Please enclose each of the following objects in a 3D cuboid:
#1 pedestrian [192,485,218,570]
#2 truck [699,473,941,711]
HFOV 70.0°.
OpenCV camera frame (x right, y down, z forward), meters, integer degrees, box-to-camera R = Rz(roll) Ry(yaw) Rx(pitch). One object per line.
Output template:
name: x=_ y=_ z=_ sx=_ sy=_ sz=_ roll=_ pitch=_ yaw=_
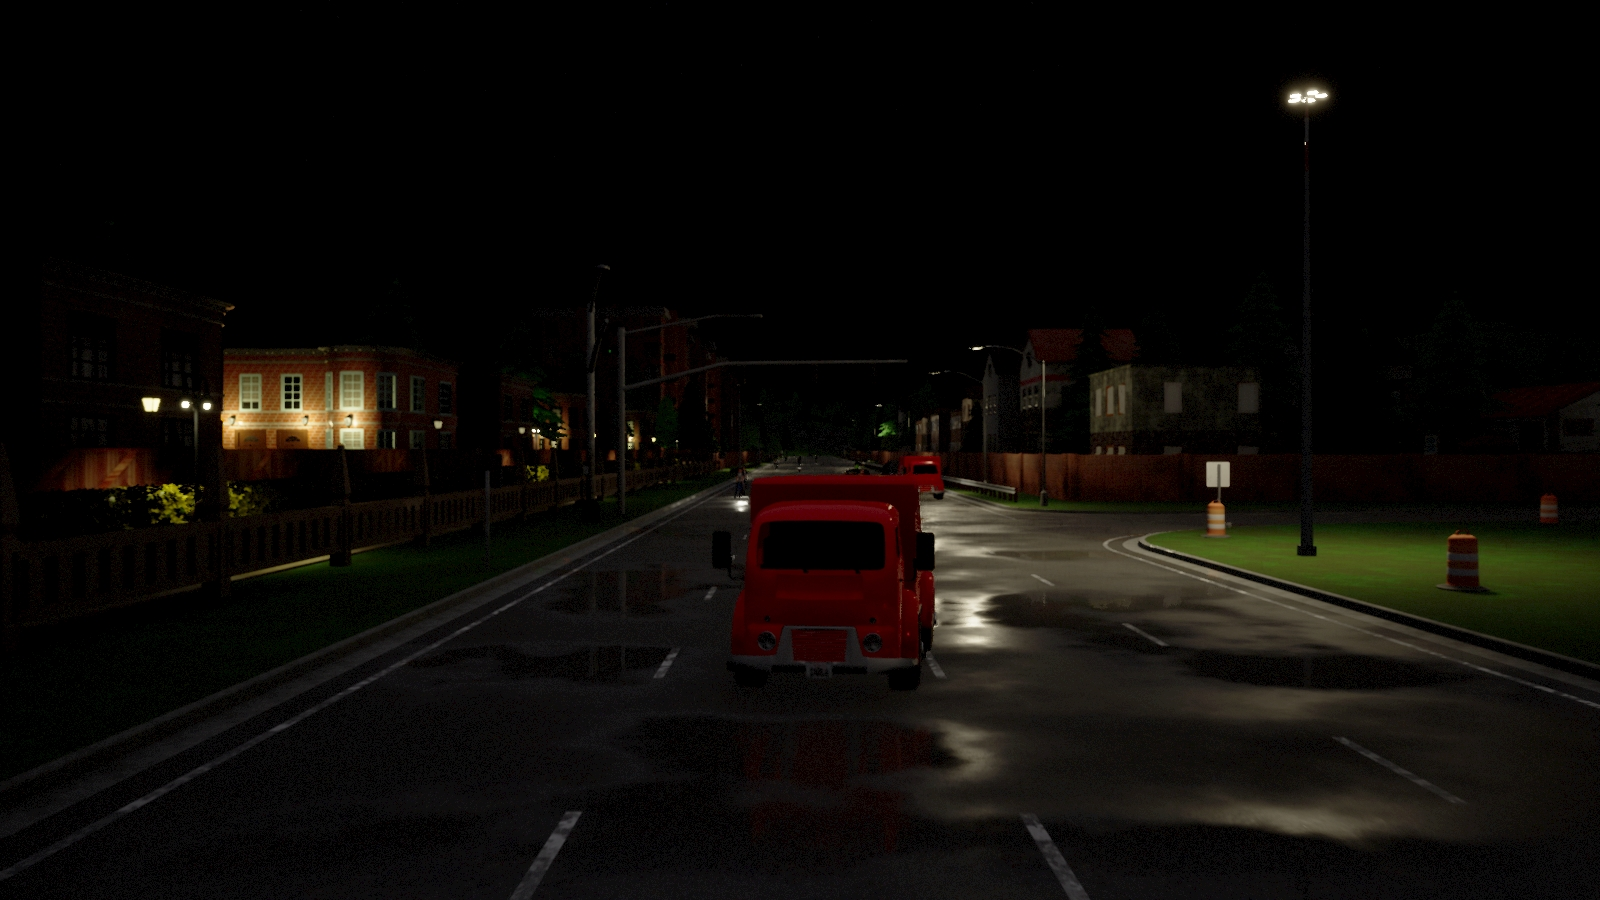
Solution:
pedestrian: x=-13.176 y=1.709 z=25.298 sx=0.375 sy=1.860 sz=0.375 roll=0 pitch=0 yaw=0
truck: x=0.485 y=1.576 z=14.953 sx=2.627 sy=2.467 sz=5.204 roll=0 pitch=0 yaw=6
